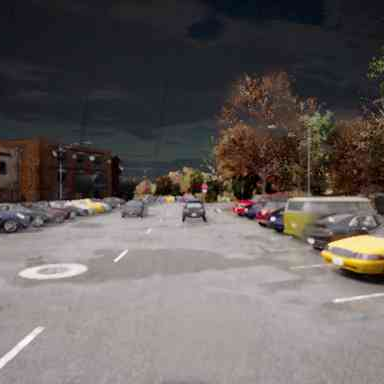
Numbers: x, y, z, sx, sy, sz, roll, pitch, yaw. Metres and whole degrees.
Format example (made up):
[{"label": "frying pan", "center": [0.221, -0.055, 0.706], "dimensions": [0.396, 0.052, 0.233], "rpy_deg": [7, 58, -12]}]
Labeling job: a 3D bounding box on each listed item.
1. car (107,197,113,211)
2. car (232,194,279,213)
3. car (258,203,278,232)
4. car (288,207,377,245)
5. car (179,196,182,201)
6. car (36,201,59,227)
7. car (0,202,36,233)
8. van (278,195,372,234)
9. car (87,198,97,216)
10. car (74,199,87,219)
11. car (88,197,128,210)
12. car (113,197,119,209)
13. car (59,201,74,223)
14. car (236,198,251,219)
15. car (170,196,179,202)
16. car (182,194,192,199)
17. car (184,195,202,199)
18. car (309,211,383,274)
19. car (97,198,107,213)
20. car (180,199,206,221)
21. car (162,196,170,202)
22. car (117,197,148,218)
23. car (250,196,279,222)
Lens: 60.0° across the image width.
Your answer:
[{"label": "car", "center": [-11.341, 1.527, 35.959], "dimensions": [4.674, 1.452, 2.002], "rpy_deg": [-1, 0, -20]}, {"label": "car", "center": [6.441, 1.228, 30.068], "dimensions": [5.566, 2.045, 2.435], "rpy_deg": [1, 0, -20]}, {"label": "car", "center": [6.465, 1.501, 18.315], "dimensions": [4.792, 1.488, 2.163], "rpy_deg": [1, 0, -20]}, {"label": "car", "center": [6.418, 1.470, 12.416], "dimensions": [4.892, 1.521, 2.231], "rpy_deg": [1, 0, -20]}, {"label": "car", "center": [-0.855, 1.435, 74.460], "dimensions": [2.435, 2.045, 5.566], "rpy_deg": [0, -1, -7]}, {"label": "car", "center": [-11.376, 1.475, 21.288], "dimensions": [4.892, 1.521, 2.231], "rpy_deg": [-1, 0, -20]}, {"label": "car", "center": [-11.408, 1.346, 18.348], "dimensions": [4.553, 1.767, 2.185], "rpy_deg": [-1, 0, -20]}, {"label": "van", "center": [6.540, 1.246, 15.405], "dimensions": [4.442, 1.987, 1.878], "rpy_deg": [1, 0, -20]}, {"label": "car", "center": [-11.353, 1.521, 30.091], "dimensions": [4.674, 1.452, 2.002], "rpy_deg": [-1, 0, -20]}, {"label": "car", "center": [-11.367, 1.480, 27.161], "dimensions": [4.892, 1.521, 2.231], "rpy_deg": [-1, 0, -20]}, {"label": "car", "center": [-11.317, 1.496, 44.756], "dimensions": [4.892, 1.521, 2.231], "rpy_deg": [-1, 0, -20]}, {"label": "car", "center": [-11.339, 1.490, 38.893], "dimensions": [4.892, 1.521, 2.231], "rpy_deg": [-1, 0, -20]}, {"label": "car", "center": [-11.336, 1.505, 24.235], "dimensions": [4.792, 1.488, 2.163], "rpy_deg": [-1, 0, -20]}, {"label": "car", "center": [6.483, 1.507, 27.150], "dimensions": [4.792, 1.488, 2.163], "rpy_deg": [1, 0, -20]}, {"label": "car", "center": [-3.286, 1.864, 85.625], "dimensions": [2.231, 1.521, 4.892], "rpy_deg": [0, 0, -18]}, {"label": "car", "center": [-0.507, 1.611, 68.472], "dimensions": [2.097, 1.535, 5.008], "rpy_deg": [0, -1, -1]}, {"label": "car", "center": [0.642, 1.496, 42.559], "dimensions": [2.128, 1.511, 4.902], "rpy_deg": [0, 0, 7]}, {"label": "car", "center": [6.245, 1.466, 9.406], "dimensions": [5.366, 1.575, 1.946], "rpy_deg": [1, 0, -20]}, {"label": "car", "center": [-11.516, 1.483, 32.956], "dimensions": [5.366, 1.575, 1.946], "rpy_deg": [-1, 0, -20]}, {"label": "car", "center": [0.160, 1.517, 27.019], "dimensions": [1.812, 1.442, 4.674], "rpy_deg": [0, 0, 0]}, {"label": "car", "center": [-5.482, 1.948, 90.928], "dimensions": [2.097, 1.535, 5.008], "rpy_deg": [-1, -1, -26]}, {"label": "car", "center": [-5.017, 1.499, 29.563], "dimensions": [1.837, 1.490, 4.892], "rpy_deg": [0, 0, 0]}, {"label": "car", "center": [6.418, 1.346, 21.238], "dimensions": [4.553, 1.767, 2.185], "rpy_deg": [1, 0, -20]}]
